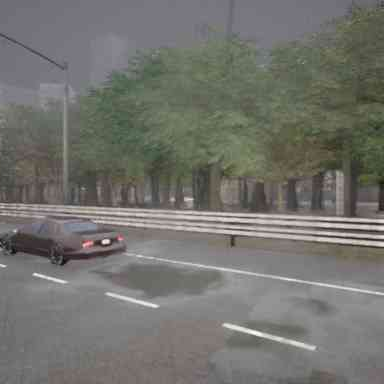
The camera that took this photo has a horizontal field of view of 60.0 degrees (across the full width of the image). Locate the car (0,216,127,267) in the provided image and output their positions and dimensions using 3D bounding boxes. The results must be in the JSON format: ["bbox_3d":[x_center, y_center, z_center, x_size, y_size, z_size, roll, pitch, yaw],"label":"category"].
[{"bbox_3d":[-4.636,1.547,11.475,5.357,1.411,2.033,0,0,35],"label":"car"}]
